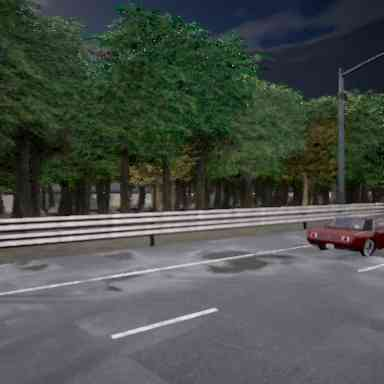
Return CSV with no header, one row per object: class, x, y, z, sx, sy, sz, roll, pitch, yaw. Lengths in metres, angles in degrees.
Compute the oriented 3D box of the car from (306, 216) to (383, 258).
car,6.610,1.586,12.810,4.718,1.301,1.895,0,0,-35
